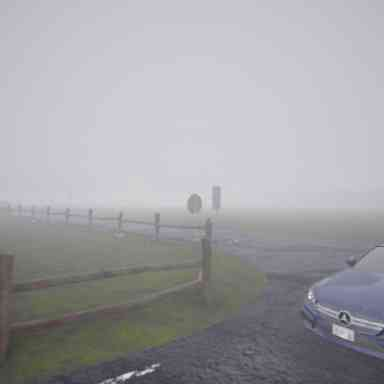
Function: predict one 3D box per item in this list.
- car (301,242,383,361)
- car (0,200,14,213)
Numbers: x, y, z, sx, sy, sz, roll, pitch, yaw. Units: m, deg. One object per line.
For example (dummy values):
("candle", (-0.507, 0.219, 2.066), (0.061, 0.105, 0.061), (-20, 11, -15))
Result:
("car", (3.872, 1.593, 5.677), (4.674, 1.442, 1.812), (1, 0, -35))
("car", (-26.073, 1.938, 45.547), (2.097, 1.767, 4.553), (1, -1, -44))
